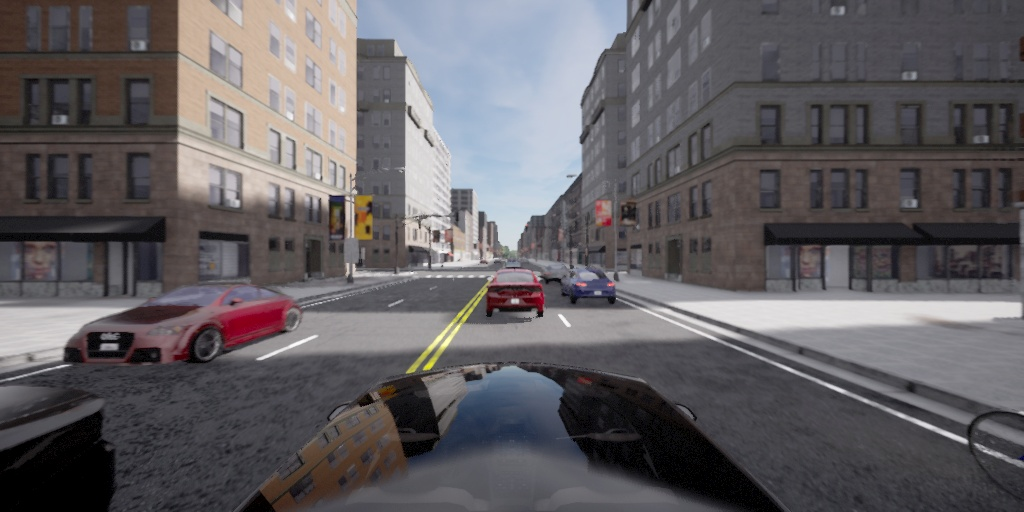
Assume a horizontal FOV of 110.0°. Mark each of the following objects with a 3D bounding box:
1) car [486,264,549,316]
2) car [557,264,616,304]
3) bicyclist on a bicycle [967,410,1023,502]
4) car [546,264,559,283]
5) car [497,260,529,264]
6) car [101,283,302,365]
[{"bbox_3d":[0.093,1.221,13.266,1.882,1.535,5.008,0,0,0],"label":"car"},{"bbox_3d":[3.334,1.267,16.209,1.812,1.442,4.674,0,0,0],"label":"car"},{"bbox_3d":[4.142,1.120,2.353,0.659,1.776,1.843,0,0,0],"label":"bicyclist on a bicycle"},{"bbox_3d":[3.236,1.302,26.473,1.994,1.385,4.181,0,0,0],"label":"car"},{"bbox_3d":[0.086,1.240,27.222,1.837,1.490,4.892,0,-1,0],"label":"car"},{"bbox_3d":[-6.604,1.310,7.873,1.994,1.385,4.181,0,0,0],"label":"car"}]
